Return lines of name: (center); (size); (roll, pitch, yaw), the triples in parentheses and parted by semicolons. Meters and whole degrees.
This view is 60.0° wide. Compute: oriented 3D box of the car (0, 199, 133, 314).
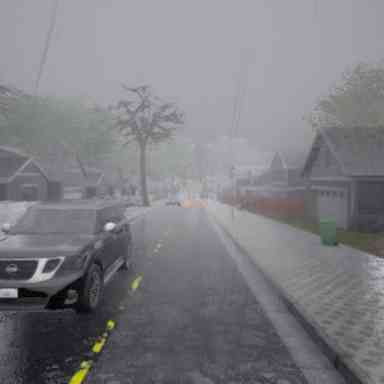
car: (-2.854, 1.218, 7.932); (2.150, 2.045, 5.566); (0, 0, 0)

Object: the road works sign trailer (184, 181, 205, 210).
road works sign trailer: (0.343, 0.430, 43.190); (2.380, 3.560, 2.880); (0, 0, -7)

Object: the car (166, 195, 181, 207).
car: (-2.834, 1.314, 51.555); (2.097, 1.767, 4.553); (0, 0, 0)
